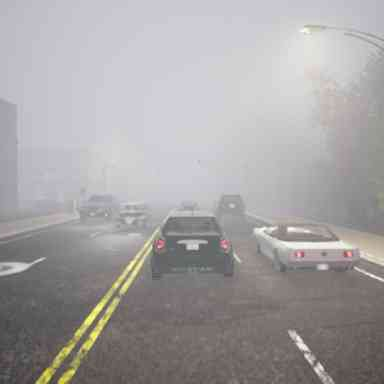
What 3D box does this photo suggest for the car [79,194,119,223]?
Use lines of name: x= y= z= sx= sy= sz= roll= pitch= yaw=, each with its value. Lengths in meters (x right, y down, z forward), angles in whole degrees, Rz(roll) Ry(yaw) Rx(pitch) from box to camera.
car: x=-6.938 y=1.184 z=25.793 sx=2.150 sy=2.045 sz=5.566 roll=0 pitch=0 yaw=-1

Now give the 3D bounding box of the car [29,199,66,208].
car: x=-20.656 y=1.748 z=48.373 sx=4.313 sy=1.339 sz=1.947 roll=-1 pitch=1 yaw=-1

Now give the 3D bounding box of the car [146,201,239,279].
car: x=-0.011 y=1.336 z=10.151 sx=2.097 sy=1.767 sz=4.553 roll=0 pitch=0 yaw=-1

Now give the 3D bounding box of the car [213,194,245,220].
car: x=2.979 y=1.176 z=27.549 sx=2.150 sy=2.045 sz=5.566 roll=0 pitch=0 yaw=-1

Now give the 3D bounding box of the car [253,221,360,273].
car: x=3.239 y=1.582 z=10.529 sx=1.895 sy=1.301 sz=4.718 roll=0 pitch=0 yaw=-1

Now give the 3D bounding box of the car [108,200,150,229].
car: x=-3.623 y=1.459 z=21.530 sx=2.128 sy=1.511 sz=4.902 roll=0 pitch=0 yaw=-1

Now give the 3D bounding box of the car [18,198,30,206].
car: x=-29.122 y=1.734 z=56.753 sx=4.403 sy=1.369 sz=2.008 roll=-1 pitch=1 yaw=-1

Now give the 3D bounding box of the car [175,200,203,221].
car: x=-0.271 y=1.447 z=27.571 sx=2.128 sy=1.511 sz=4.902 roll=0 pitch=0 yaw=-1
